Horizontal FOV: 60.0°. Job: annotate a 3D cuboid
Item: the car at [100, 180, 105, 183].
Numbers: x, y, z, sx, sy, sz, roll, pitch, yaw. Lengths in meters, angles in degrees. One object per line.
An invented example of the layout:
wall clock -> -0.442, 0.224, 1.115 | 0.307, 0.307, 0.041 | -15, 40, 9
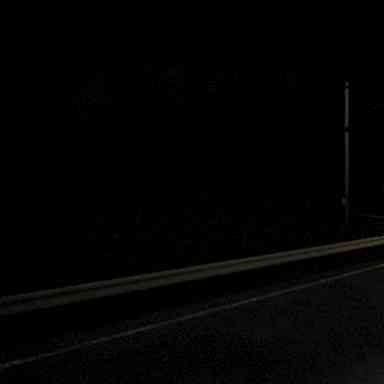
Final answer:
car -> -11.045, -1.304, 48.025 | 4.553, 1.767, 2.097 | 5, 1, 14

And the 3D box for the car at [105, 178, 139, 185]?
car -> -8.647, -0.878, 44.021 | 4.674, 1.442, 1.812 | 4, 1, 8

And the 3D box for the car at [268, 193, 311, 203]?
car -> 9.814, 0.903, 33.897 | 2.128, 1.511, 4.902 | 0, 4, -33

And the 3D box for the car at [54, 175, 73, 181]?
car -> -20.377, -1.981, 51.955 | 4.181, 1.385, 1.994 | 6, 3, 34
